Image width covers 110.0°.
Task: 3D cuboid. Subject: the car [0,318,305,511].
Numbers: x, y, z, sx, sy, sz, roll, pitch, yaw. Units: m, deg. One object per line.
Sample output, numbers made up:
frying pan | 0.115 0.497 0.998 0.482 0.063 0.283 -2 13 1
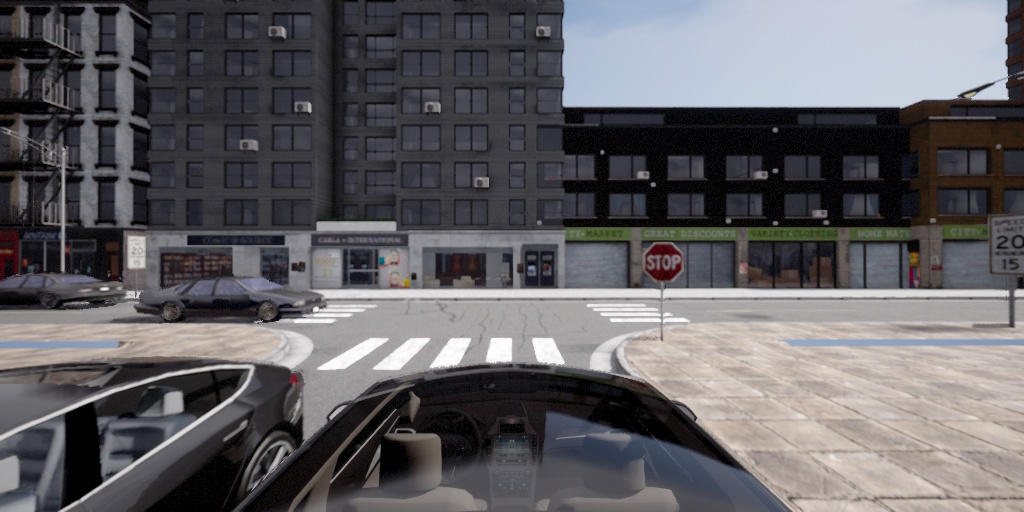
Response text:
car | -2.637 1.313 1.409 1.948 1.339 4.313 0 0 0

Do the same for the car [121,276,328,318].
car | -9.222 1.399 12.007 5.357 1.411 2.033 0 0 0

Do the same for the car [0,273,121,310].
car | -19.612 1.443 15.005 5.357 1.411 2.033 0 0 -1
